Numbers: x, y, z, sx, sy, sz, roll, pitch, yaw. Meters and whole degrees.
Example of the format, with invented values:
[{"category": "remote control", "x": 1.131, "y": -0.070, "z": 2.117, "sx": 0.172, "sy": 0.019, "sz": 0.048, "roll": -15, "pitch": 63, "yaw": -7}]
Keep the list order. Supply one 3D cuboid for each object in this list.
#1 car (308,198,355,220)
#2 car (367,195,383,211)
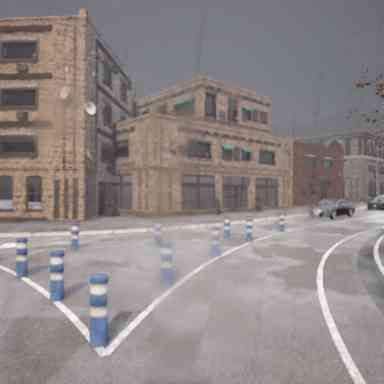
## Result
[{"category": "car", "x": 11.005, "y": 1.270, "z": 26.076, "sx": 4.902, "sy": 1.511, "sz": 2.128, "roll": -1, "pitch": 1, "yaw": -41}, {"category": "car", "x": 19.305, "y": 1.053, "z": 33.329, "sx": 5.008, "sy": 1.535, "sz": 1.882, "roll": -2, "pitch": 1, "yaw": -41}]
